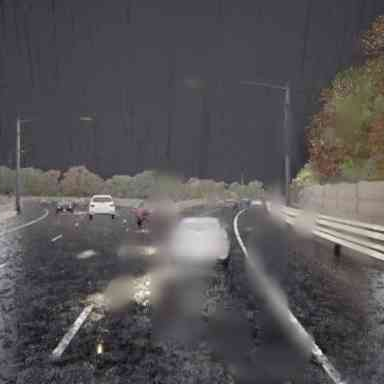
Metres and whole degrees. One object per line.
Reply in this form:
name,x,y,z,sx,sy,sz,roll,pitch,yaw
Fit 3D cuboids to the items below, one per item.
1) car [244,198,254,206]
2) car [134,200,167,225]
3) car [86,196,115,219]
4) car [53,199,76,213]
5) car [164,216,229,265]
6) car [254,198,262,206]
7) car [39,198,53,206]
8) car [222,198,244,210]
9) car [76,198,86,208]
car,9.947,1.855,62.072,1.812,1.442,4.674,0,-2,15
car,-3.167,1.436,24.841,2.097,1.767,4.553,0,0,-12
car,-8.398,1.338,30.886,2.150,2.045,5.566,0,0,-16
car,-15.201,1.761,39.543,1.895,1.301,4.718,0,0,-23
car,0.314,1.561,11.670,1.812,1.442,4.674,0,0,3
car,16.540,2.738,85.242,2.150,2.045,5.566,0,-4,17
car,-25.587,1.737,58.616,2.128,1.511,4.902,0,0,-34
car,5.271,1.614,44.632,2.128,1.511,4.902,0,0,14
car,-17.431,1.696,52.042,2.128,1.511,4.902,0,0,-29
